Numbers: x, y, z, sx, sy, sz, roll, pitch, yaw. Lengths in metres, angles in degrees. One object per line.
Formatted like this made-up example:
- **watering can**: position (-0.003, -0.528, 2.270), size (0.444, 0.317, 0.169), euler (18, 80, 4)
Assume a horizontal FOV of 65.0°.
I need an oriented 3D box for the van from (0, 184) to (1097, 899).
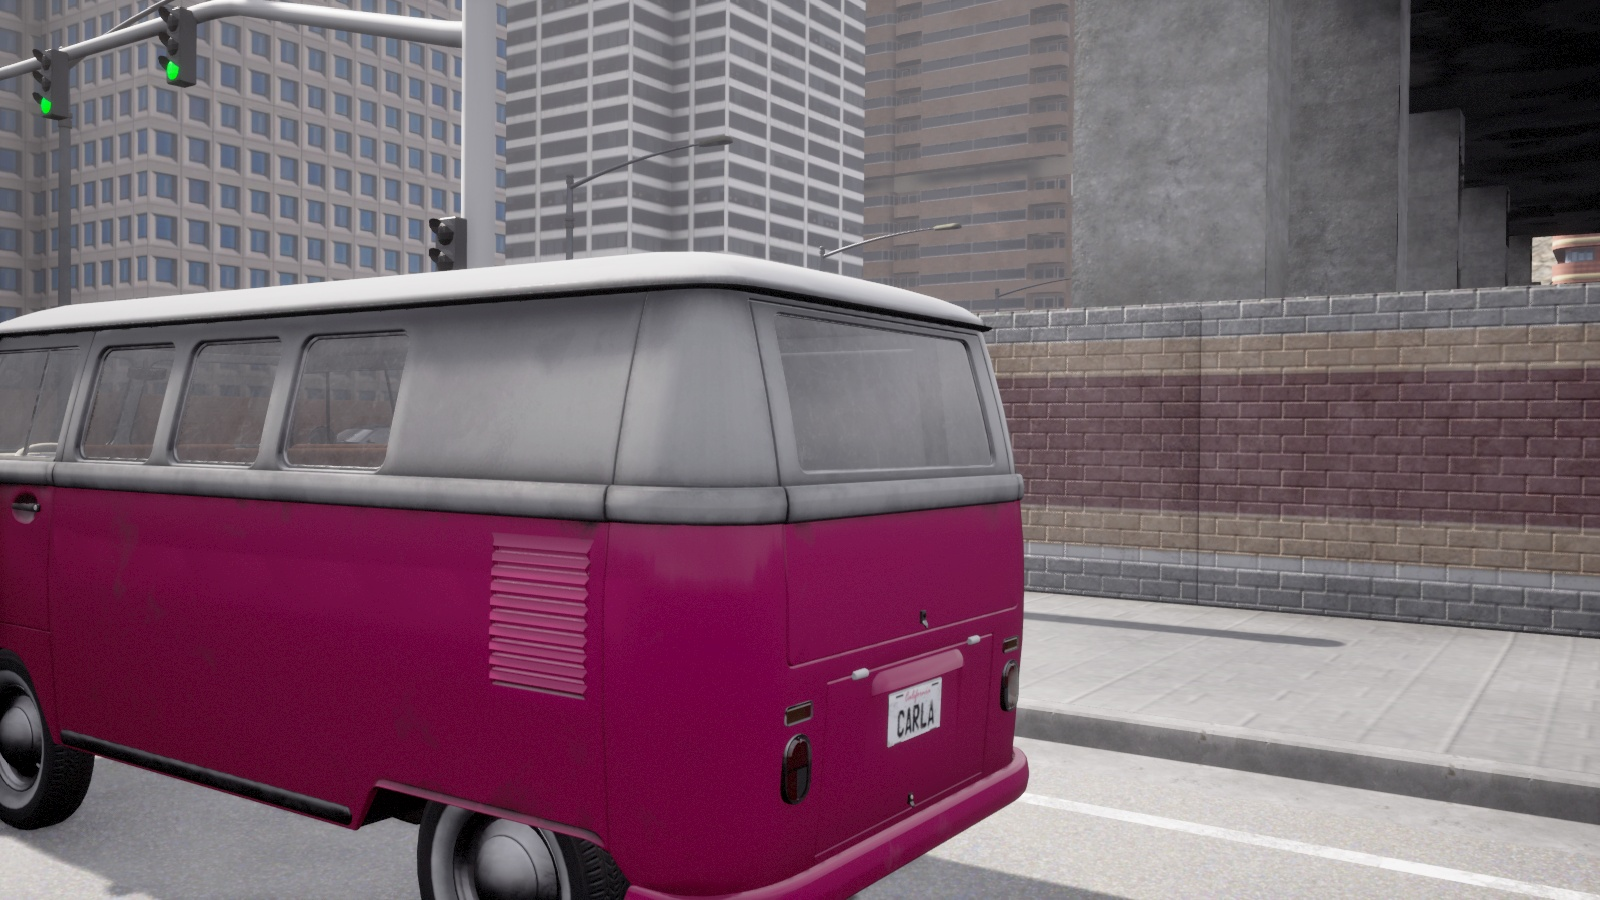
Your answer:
- **van**: position (-1.387, 0.435, 4.539), size (4.442, 1.987, 1.775), euler (0, 1, 34)
